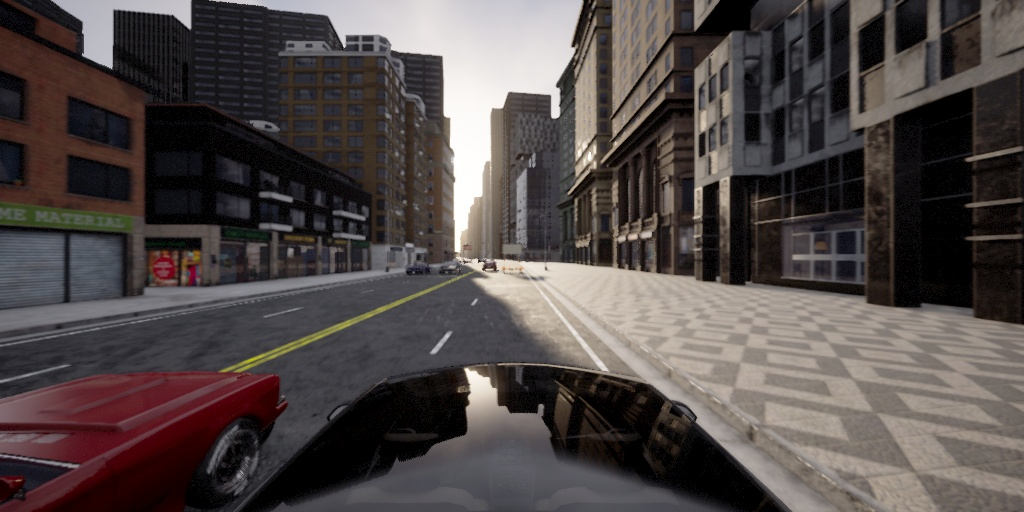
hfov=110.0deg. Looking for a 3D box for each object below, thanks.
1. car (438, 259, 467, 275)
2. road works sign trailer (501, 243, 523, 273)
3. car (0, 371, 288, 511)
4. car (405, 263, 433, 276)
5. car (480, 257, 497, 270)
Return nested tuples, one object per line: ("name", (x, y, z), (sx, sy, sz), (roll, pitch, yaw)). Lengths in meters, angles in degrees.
("car", (-6.575, 1.302, 38.777), (2.033, 1.411, 5.357), (0, 0, 0))
("road works sign trailer", (0.030, 0.219, 42.702), (2.380, 3.560, 2.880), (0, 0, 0))
("car", (-3.149, 1.351, 1.393), (1.895, 1.301, 4.718), (0, 0, 0))
("car", (-9.826, 1.356, 38.042), (1.895, 1.301, 4.718), (0, 0, 0))
("car", (-3.132, 1.282, 51.694), (1.812, 1.442, 4.674), (0, 0, 0))
